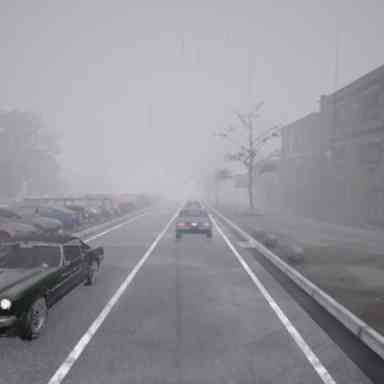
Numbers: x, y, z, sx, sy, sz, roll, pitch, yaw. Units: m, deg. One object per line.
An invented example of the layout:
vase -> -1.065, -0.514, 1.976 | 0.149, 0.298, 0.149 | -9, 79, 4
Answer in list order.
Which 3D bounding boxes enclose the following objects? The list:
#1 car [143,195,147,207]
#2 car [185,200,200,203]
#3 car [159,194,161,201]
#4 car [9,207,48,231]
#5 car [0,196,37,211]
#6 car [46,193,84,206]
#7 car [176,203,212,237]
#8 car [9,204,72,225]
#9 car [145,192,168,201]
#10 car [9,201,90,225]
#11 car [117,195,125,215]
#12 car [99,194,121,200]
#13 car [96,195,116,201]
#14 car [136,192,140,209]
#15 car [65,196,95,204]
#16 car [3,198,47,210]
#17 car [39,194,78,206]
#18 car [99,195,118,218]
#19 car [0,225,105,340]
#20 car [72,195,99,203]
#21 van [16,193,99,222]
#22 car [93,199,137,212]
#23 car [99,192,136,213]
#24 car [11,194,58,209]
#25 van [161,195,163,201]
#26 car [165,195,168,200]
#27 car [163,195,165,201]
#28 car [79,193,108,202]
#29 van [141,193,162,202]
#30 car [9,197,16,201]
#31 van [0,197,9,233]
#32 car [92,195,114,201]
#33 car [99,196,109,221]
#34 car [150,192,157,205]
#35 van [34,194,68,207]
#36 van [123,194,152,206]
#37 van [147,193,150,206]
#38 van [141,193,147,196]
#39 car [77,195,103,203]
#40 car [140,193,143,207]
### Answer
car -> -8.919, 1.518, 44.449 | 4.892, 1.521, 2.231 | 0, 0, 0
car -> 0.104, 1.592, 40.170 | 1.994, 1.385, 4.181 | 0, 0, 0
car -> -8.979, 1.544, 64.080 | 4.792, 1.488, 2.163 | 0, 0, 0
car -> -8.858, 1.512, 13.613 | 4.792, 1.488, 2.163 | 0, 0, 0
car -> -22.032, 1.393, 41.175 | 4.553, 1.767, 2.185 | 0, 0, 0
car -> -21.993, 1.281, 57.832 | 5.566, 2.045, 2.435 | 0, 0, 0
car -> 0.099, 1.557, 17.965 | 2.033, 1.411, 5.357 | 0, 0, 0
car -> -8.862, 1.515, 16.416 | 4.792, 1.488, 2.163 | 0, 0, 0
car -> -8.945, 1.142, 83.703 | 5.566, 2.045, 2.435 | 0, 0, 0
car -> -8.889, 1.488, 19.220 | 5.008, 1.535, 2.097 | 0, 0, 0
car -> -8.877, 1.375, 30.433 | 4.553, 1.767, 2.185 | 0, 0, 0
car -> -21.873, 1.365, 88.369 | 5.366, 1.575, 1.946 | 0, 0, 0
car -> -22.085, 1.416, 85.594 | 4.792, 1.488, 2.163 | 0, 0, 0
car -> -8.887, 1.256, 36.039 | 5.566, 2.045, 2.435 | 0, 0, 0
car -> -22.216, 1.507, 66.162 | 5.366, 1.575, 1.946 | 0, 0, 0
car -> -21.976, 1.552, 43.953 | 4.792, 1.488, 2.163 | 0, 0, 0
car -> -22.047, 1.283, 55.055 | 5.566, 2.045, 2.435 | 0, 0, 0
car -> -8.873, 1.372, 27.629 | 4.553, 1.767, 2.185 | 0, 0, 0
car -> -3.248, 1.603, 6.647 | 1.895, 1.301, 4.718 | 0, 0, 0
car -> -22.030, 1.496, 68.939 | 5.008, 1.535, 2.097 | 0, 0, 0
van -> -8.781, 1.266, 22.023 | 4.442, 1.987, 1.878 | 0, 0, 0
car -> -8.916, 1.550, 38.843 | 4.674, 1.452, 2.002 | 0, 0, 0
car -> -8.883, 1.253, 33.236 | 5.566, 2.045, 2.435 | 0, 0, 0
car -> -22.037, 1.274, 46.728 | 5.566, 2.045, 2.435 | 0, 0, 0
van -> -8.840, 1.261, 69.683 | 4.442, 1.987, 1.878 | 0, 0, 0
car -> -8.785, 1.409, 80.901 | 5.366, 1.575, 1.946 | 0, 0, 0
car -> -8.954, 1.468, 72.491 | 5.008, 1.535, 2.097 | 0, 0, 0
car -> -22.013, 1.210, 74.490 | 5.566, 2.045, 2.435 | 0, 0, 0
van -> -9.080, 1.224, 75.293 | 4.442, 1.987, 1.878 | 0, 0, 0
car -> -21.809, 1.510, 35.625 | 5.366, 1.575, 1.946 | 0, 0, 0
van -> -8.768, 1.253, 10.810 | 4.442, 1.987, 1.878 | 0, 0, 0
car -> -22.058, 1.406, 82.819 | 4.892, 1.521, 2.231 | 0, 0, 0
car -> -8.933, 1.369, 24.826 | 4.553, 1.767, 2.185 | 0, 0, 0
car -> -8.908, 1.275, 52.860 | 5.566, 2.045, 2.435 | 0, 0, 0
van -> -22.131, 1.306, 52.279 | 4.442, 1.987, 1.878 | 0, 0, 0
van -> -9.056, 1.303, 55.661 | 4.442, 1.987, 1.878 | 0, 0, 0
van -> -9.049, 1.297, 50.056 | 4.442, 1.987, 1.878 | 0, 0, 0
van -> -9.046, 1.294, 47.253 | 4.442, 1.987, 1.878 | 0, 0, 0
car -> -22.032, 1.481, 71.717 | 4.892, 1.521, 2.231 | 0, 0, 0
car -> -8.953, 1.388, 41.646 | 4.553, 1.767, 2.185 | 0, 0, 0
